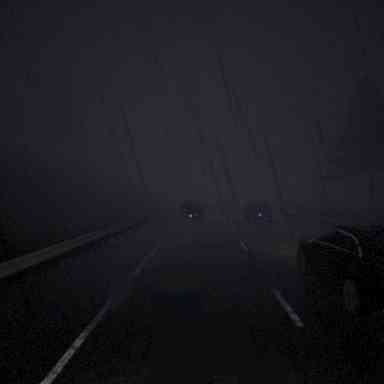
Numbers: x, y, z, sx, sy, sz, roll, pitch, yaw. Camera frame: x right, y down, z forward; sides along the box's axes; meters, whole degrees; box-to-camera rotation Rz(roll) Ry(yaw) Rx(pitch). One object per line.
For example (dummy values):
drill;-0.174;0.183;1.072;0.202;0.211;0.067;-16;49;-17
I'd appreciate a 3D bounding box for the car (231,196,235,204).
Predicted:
car;6.552;1.429;59.934;1.837;1.490;4.892;0;0;12

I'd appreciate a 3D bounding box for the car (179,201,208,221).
car;0.122;1.470;26.483;1.837;1.490;4.892;0;0;6

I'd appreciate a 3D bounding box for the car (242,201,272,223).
car;4.941;1.447;25.578;1.882;1.535;5.008;0;0;5

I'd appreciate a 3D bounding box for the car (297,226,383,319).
car;3.780;1.484;7.307;2.128;1.511;4.902;0;0;2

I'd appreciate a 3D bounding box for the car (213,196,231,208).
car;4.044;1.466;46.697;1.812;1.442;4.674;0;0;10
